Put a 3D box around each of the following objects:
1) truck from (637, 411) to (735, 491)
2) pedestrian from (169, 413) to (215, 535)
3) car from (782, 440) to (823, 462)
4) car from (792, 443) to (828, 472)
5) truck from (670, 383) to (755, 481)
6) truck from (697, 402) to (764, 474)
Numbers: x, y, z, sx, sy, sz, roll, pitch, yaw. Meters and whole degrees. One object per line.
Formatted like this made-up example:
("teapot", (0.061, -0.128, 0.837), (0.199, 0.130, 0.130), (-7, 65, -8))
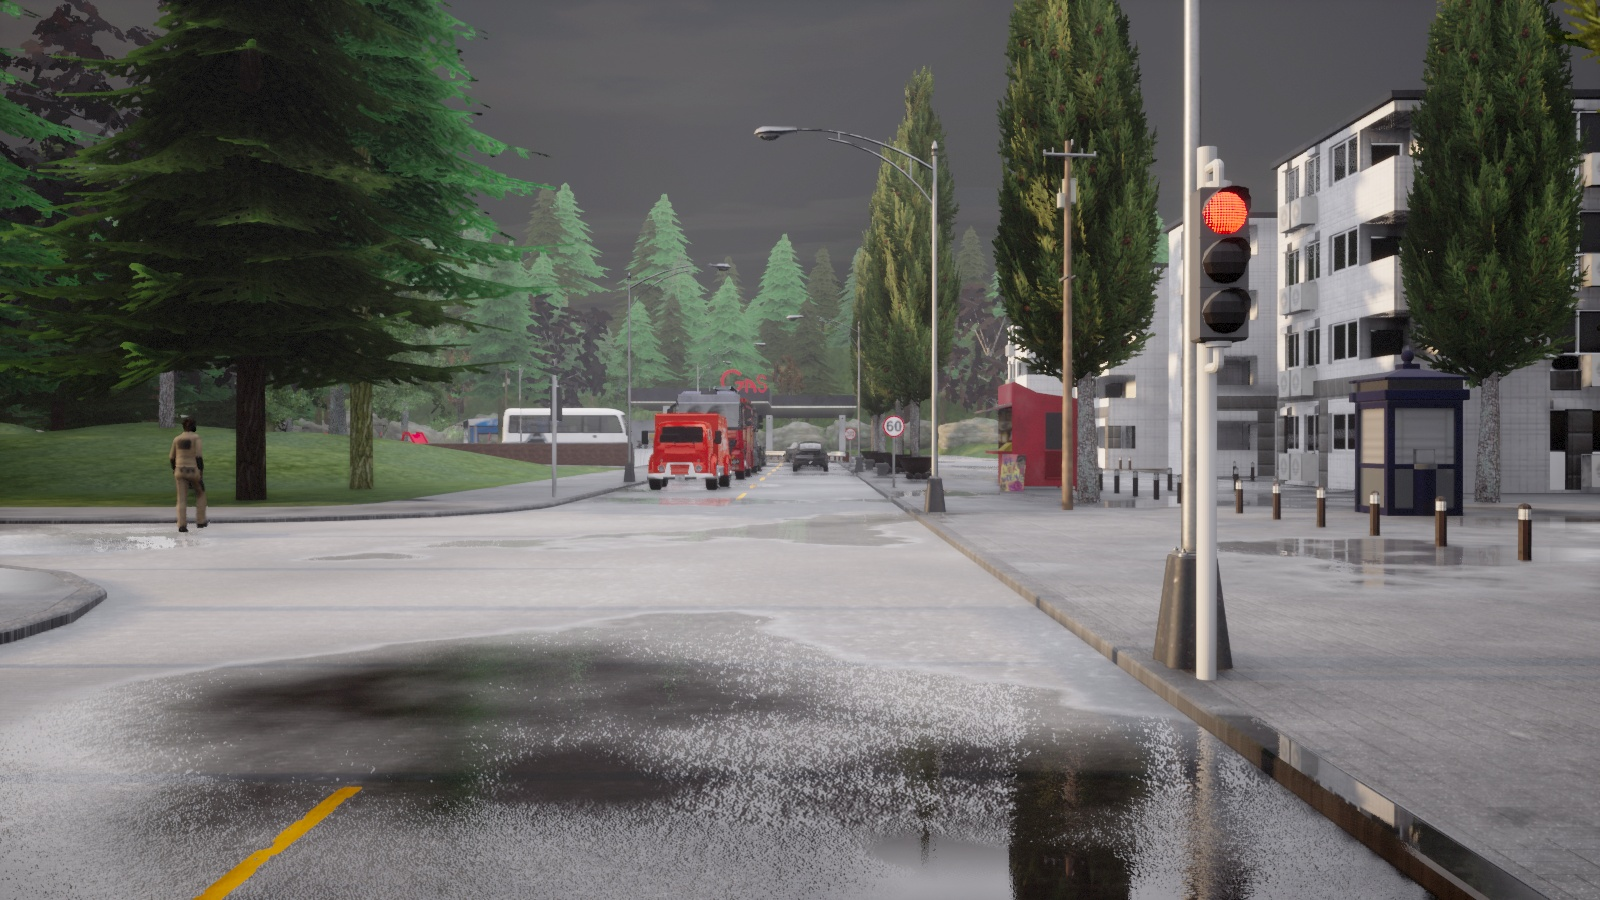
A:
("truck", (-3.652, 0.024, 41.332), (2.627, 2.467, 5.204), (0, 0, 1))
("pedestrian", (-9.755, 0.374, 20.149), (0.396, 1.930, 0.692), (0, 0, 0))
("car", (0.162, 0.058, 94.631), (2.242, 1.667, 4.611), (0, 0, -11))
("car", (0.553, 0.374, 67.034), (1.837, 1.490, 4.892), (0, 0, 1))
("truck", (-3.575, -0.721, 53.228), (2.891, 3.827, 8.468), (0, 0, 1))
("truck", (-3.469, -0.602, 64.589), (2.891, 3.462, 7.936), (0, 0, 1))
